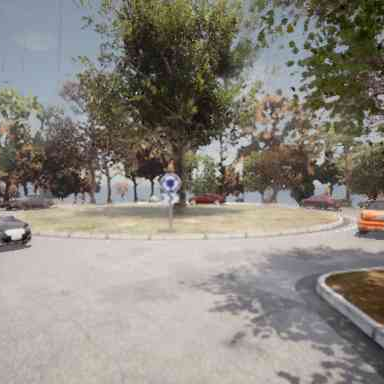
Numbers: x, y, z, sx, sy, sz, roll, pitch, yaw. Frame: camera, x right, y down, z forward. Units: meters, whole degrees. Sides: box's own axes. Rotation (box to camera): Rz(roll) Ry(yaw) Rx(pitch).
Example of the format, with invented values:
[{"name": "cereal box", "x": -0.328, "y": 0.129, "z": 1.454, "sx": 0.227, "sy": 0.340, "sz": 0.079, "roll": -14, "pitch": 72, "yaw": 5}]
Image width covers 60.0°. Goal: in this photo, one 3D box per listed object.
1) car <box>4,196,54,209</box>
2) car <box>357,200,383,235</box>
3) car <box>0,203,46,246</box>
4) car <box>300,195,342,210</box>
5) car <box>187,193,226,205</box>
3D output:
[{"name": "car", "x": -16.519, "y": 1.096, "z": 33.662, "sx": 2.033, "sy": 1.411, "sz": 5.357, "roll": 0, "pitch": 1, "yaw": 22}, {"name": "car", "x": 9.870, "y": 1.130, "z": 16.050, "sx": 4.553, "sy": 1.767, "sz": 2.097, "roll": -1, "pitch": 1, "yaw": -41}, {"name": "car", "x": -8.356, "y": 1.318, "z": 12.873, "sx": 4.902, "sy": 1.511, "sz": 2.128, "roll": 0, "pitch": 1, "yaw": 27}, {"name": "car", "x": 13.078, "y": 1.060, "z": 34.012, "sx": 1.812, "sy": 1.442, "sz": 4.674, "roll": 0, "pitch": 0, "yaw": -22}, {"name": "car", "x": 1.904, "y": 0.898, "z": 42.945, "sx": 5.008, "sy": 1.535, "sz": 1.882, "roll": 0, "pitch": 1, "yaw": 12}]
